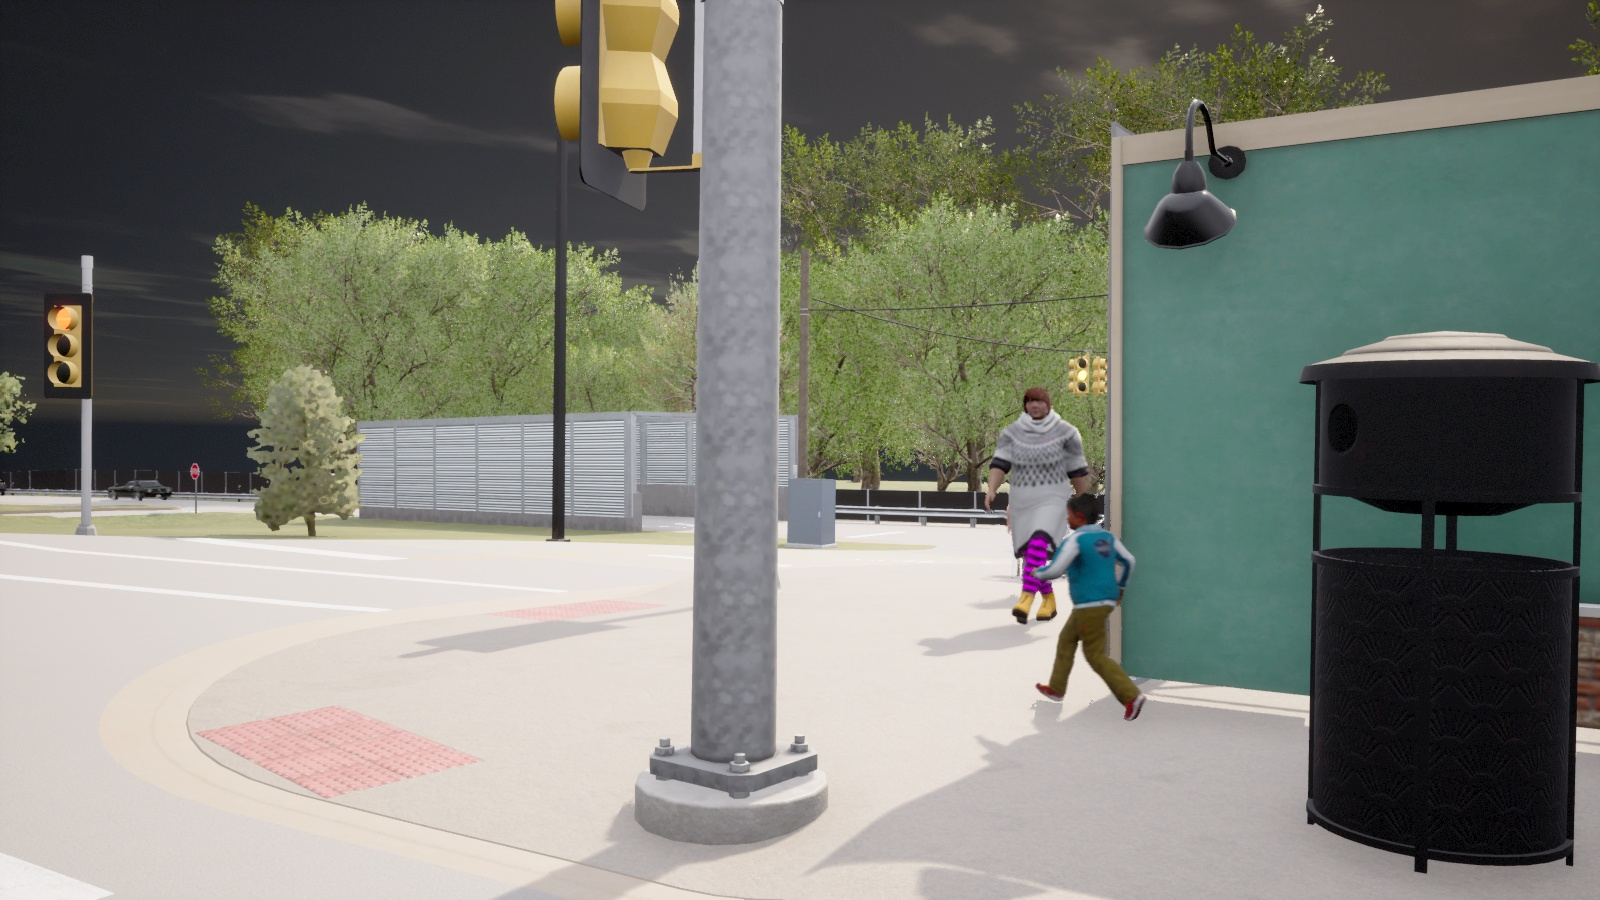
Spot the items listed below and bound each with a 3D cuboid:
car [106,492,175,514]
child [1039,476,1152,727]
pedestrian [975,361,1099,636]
[{"bbox_3d":[-42.596,3.390,81.085,4.718,1.301,1.895,-1,0,33],"label":"car"},{"bbox_3d":[1.489,0.737,6.328,0.448,1.192,0.343,0,1,40],"label":"child"},{"bbox_3d":[1.798,0.339,9.465,0.659,1.952,0.873,0,1,30],"label":"pedestrian"}]
